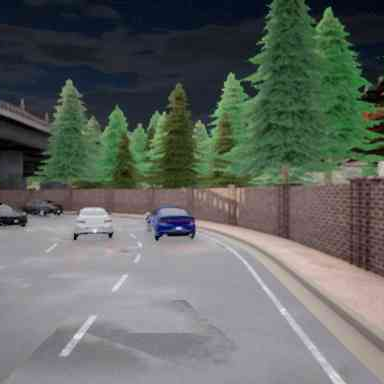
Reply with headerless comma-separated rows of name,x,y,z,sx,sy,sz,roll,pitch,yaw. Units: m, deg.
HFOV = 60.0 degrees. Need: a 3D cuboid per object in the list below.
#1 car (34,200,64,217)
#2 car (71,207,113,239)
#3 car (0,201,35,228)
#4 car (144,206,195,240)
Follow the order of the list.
car,-14.084,1.497,30.691,4.892,1.490,1.837,0,-1,25
car,-5.232,1.522,17.344,1.812,1.442,4.674,0,0,-20
car,-12.418,1.473,21.355,5.008,1.535,1.882,0,-1,38
car,-1.248,1.474,17.158,1.882,1.535,5.008,1,0,-15
